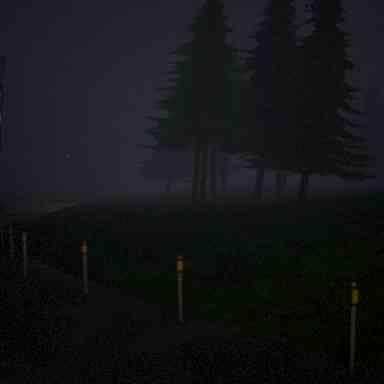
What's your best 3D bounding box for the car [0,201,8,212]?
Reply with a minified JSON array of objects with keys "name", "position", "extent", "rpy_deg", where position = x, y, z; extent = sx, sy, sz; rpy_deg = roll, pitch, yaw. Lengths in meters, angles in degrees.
[{"name":"car","position":[-21.816,1.372,36.124],"extent":[2.097,1.767,4.553],"rpy_deg":[4,0,-8]}]
